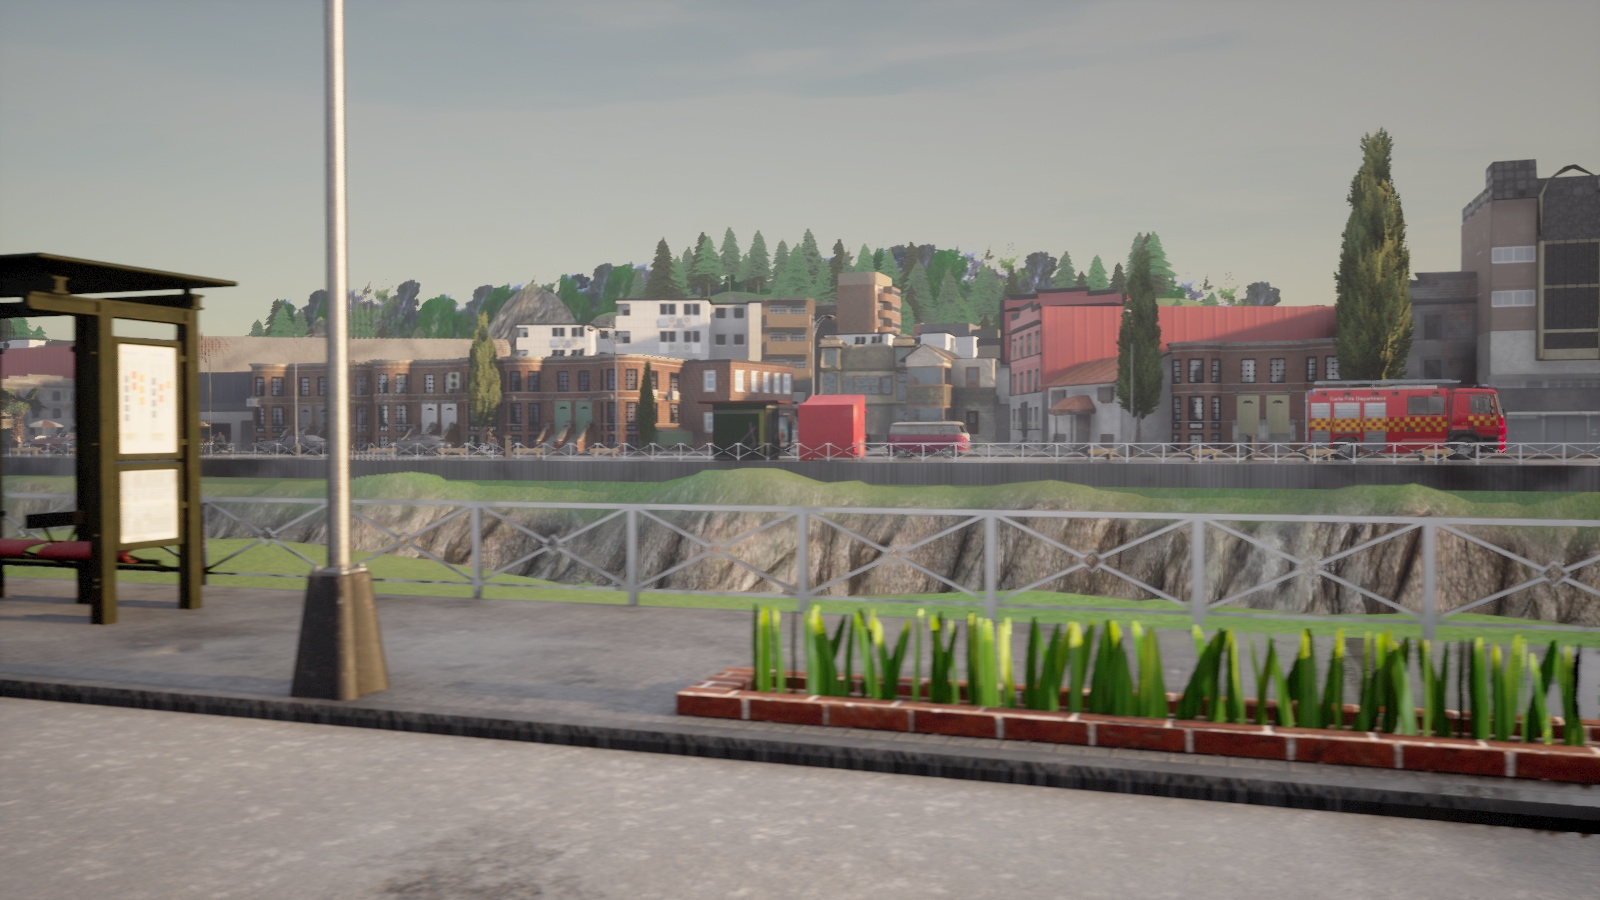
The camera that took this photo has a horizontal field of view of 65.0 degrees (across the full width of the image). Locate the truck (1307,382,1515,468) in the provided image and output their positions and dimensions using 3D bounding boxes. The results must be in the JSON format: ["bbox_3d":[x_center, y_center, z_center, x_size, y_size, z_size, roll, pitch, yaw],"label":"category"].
[{"bbox_3d":[28.582,-1.179,59.194,8.468,3.827,2.891,1,1,19],"label":"truck"}]

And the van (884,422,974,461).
[{"bbox_3d":[6.858,-0.460,66.510,4.442,1.987,1.775,1,1,19],"label":"van"}]

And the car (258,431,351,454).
[{"bbox_3d":[-31.303,-0.514,79.341,5.357,1.411,2.033,1,1,19],"label":"car"}]

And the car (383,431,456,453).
[{"bbox_3d":[-24.627,-0.504,81.316,4.181,1.385,1.994,1,1,19],"label":"car"}]
